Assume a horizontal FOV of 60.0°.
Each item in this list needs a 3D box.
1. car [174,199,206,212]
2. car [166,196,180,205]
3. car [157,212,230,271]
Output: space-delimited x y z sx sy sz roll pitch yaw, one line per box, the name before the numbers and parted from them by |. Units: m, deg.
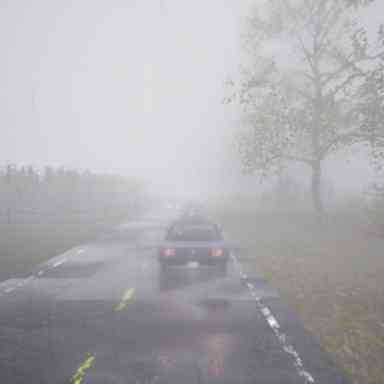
car | 0.054 1.434 23.834 2.033 1.411 5.357 0 0 1
car | -2.804 1.298 50.574 1.994 1.385 4.181 0 0 0
car | 0.064 1.553 10.672 1.895 1.301 4.718 0 0 1
